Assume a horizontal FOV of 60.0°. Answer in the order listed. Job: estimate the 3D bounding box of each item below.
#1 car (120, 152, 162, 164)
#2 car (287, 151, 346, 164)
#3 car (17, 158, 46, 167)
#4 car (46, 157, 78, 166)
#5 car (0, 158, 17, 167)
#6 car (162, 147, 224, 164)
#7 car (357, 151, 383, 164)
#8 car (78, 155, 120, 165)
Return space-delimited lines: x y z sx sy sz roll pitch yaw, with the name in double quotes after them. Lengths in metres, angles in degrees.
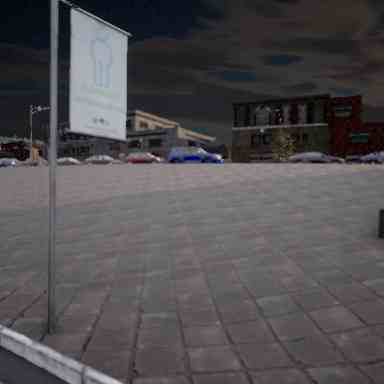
-4.766 -3.361 34.911 4.553 1.767 2.185 1 1 26 "car"
10.518 -2.704 28.327 4.674 1.452 2.002 2 1 22 "car"
-19.543 -3.527 42.418 4.792 1.488 2.163 1 1 29 "car"
-14.679 -3.417 39.811 4.674 1.452 2.002 1 1 28 "car"
-24.536 -3.786 45.218 4.553 1.767 2.185 1 1 31 "car"
0.335 -3.343 32.572 5.566 2.045 2.435 2 1 25 "car"
15.689 -2.496 26.343 4.674 1.452 2.002 2 1 21 "car"
-9.847 -3.356 37.353 4.892 1.521 2.231 1 1 27 "car"
